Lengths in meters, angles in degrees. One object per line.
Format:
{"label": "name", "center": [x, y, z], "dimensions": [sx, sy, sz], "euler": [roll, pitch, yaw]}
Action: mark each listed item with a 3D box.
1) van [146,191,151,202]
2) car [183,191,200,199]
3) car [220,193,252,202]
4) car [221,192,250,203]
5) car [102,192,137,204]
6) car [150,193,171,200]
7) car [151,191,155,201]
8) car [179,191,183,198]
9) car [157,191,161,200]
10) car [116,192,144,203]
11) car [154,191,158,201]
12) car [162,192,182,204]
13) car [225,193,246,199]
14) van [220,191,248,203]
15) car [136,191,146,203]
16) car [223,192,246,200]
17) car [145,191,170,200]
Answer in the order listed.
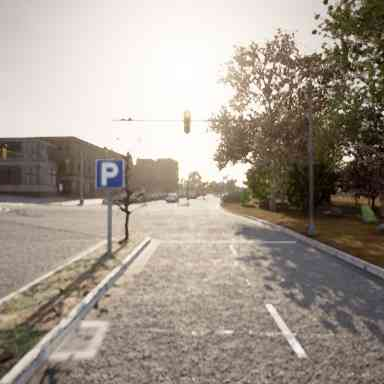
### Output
{"label": "van", "center": [-10.388, 0.896, 61.146], "dimensions": [4.442, 1.987, 1.878], "euler": [-1, 0, -14]}
{"label": "car", "center": [-0.126, 0.898, 80.681], "dimensions": [2.097, 1.767, 4.553], "euler": [0, 0, 8]}
{"label": "car", "center": [8.056, 1.069, 60.762], "dimensions": [5.366, 1.575, 1.946], "euler": [1, 0, -13]}
{"label": "car", "center": [7.527, 0.956, 57.767], "dimensions": [4.553, 1.767, 2.185], "euler": [0, 0, -14]}
{"label": "car", "center": [-11.572, 1.188, 52.160], "dimensions": [4.792, 1.488, 2.163], "euler": [-1, 0, -15]}
{"label": "car", "center": [-7.776, 1.057, 82.088], "dimensions": [5.008, 1.535, 2.097], "euler": [-1, 0, -12]}
{"label": "car", "center": [-10.167, 1.116, 64.119], "dimensions": [4.892, 1.521, 2.231], "euler": [-1, 0, -14]}
{"label": "car", "center": [-5.797, 0.891, 94.009], "dimensions": [4.553, 1.767, 2.185], "euler": [-1, 0, -10]}
{"label": "car", "center": [-9.436, 1.135, 70.117], "dimensions": [4.674, 1.452, 2.002], "euler": [-1, 0, -13]}
{"label": "car", "center": [-10.847, 1.008, 58.105], "dimensions": [4.553, 1.767, 2.185], "euler": [-1, 0, -14]}
{"label": "car", "center": [-9.801, 1.145, 67.115], "dimensions": [4.674, 1.452, 2.002], "euler": [-1, 0, -13]}
{"label": "car", "center": [-3.264, 1.195, 55.440], "dimensions": [1.837, 1.490, 4.892], "euler": [0, 2, 6]}
{"label": "car", "center": [11.002, 1.009, 84.185], "dimensions": [4.792, 1.488, 2.163], "euler": [0, 1, -11]}
{"label": "van", "center": [7.150, 0.866, 54.796], "dimensions": [4.442, 1.987, 1.878], "euler": [1, 1, -14]}
{"label": "car", "center": [-10.934, 1.136, 55.154], "dimensions": [5.366, 1.575, 1.946], "euler": [-1, 0, -15]}
{"label": "car", "center": [9.284, 0.900, 72.471], "dimensions": [4.553, 1.767, 2.185], "euler": [0, 0, -12]}
{"label": "car", "center": [-8.191, 0.814, 79.107], "dimensions": [5.566, 2.045, 2.435], "euler": [-1, 0, -12]}
